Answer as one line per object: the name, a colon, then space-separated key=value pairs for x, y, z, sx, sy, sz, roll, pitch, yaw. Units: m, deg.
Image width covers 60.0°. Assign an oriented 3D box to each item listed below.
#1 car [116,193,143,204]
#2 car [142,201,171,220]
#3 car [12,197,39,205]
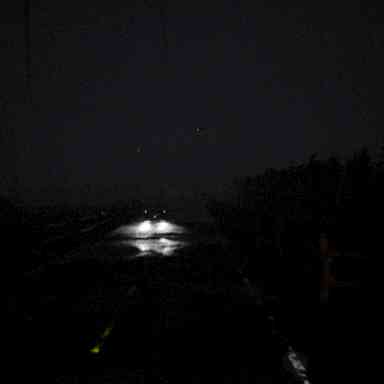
car: x=-12.097 y=1.333 z=65.629 sx=5.566 sy=2.045 sz=2.150 roll=1 pitch=0 yaw=0
car: x=-2.851 y=1.604 z=27.840 sx=1.895 sy=1.301 sz=4.718 roll=0 pitch=0 yaw=0
car: x=-32.761 y=1.779 z=65.661 sx=4.892 sy=1.490 sz=1.837 roll=0 pitch=0 yaw=0
